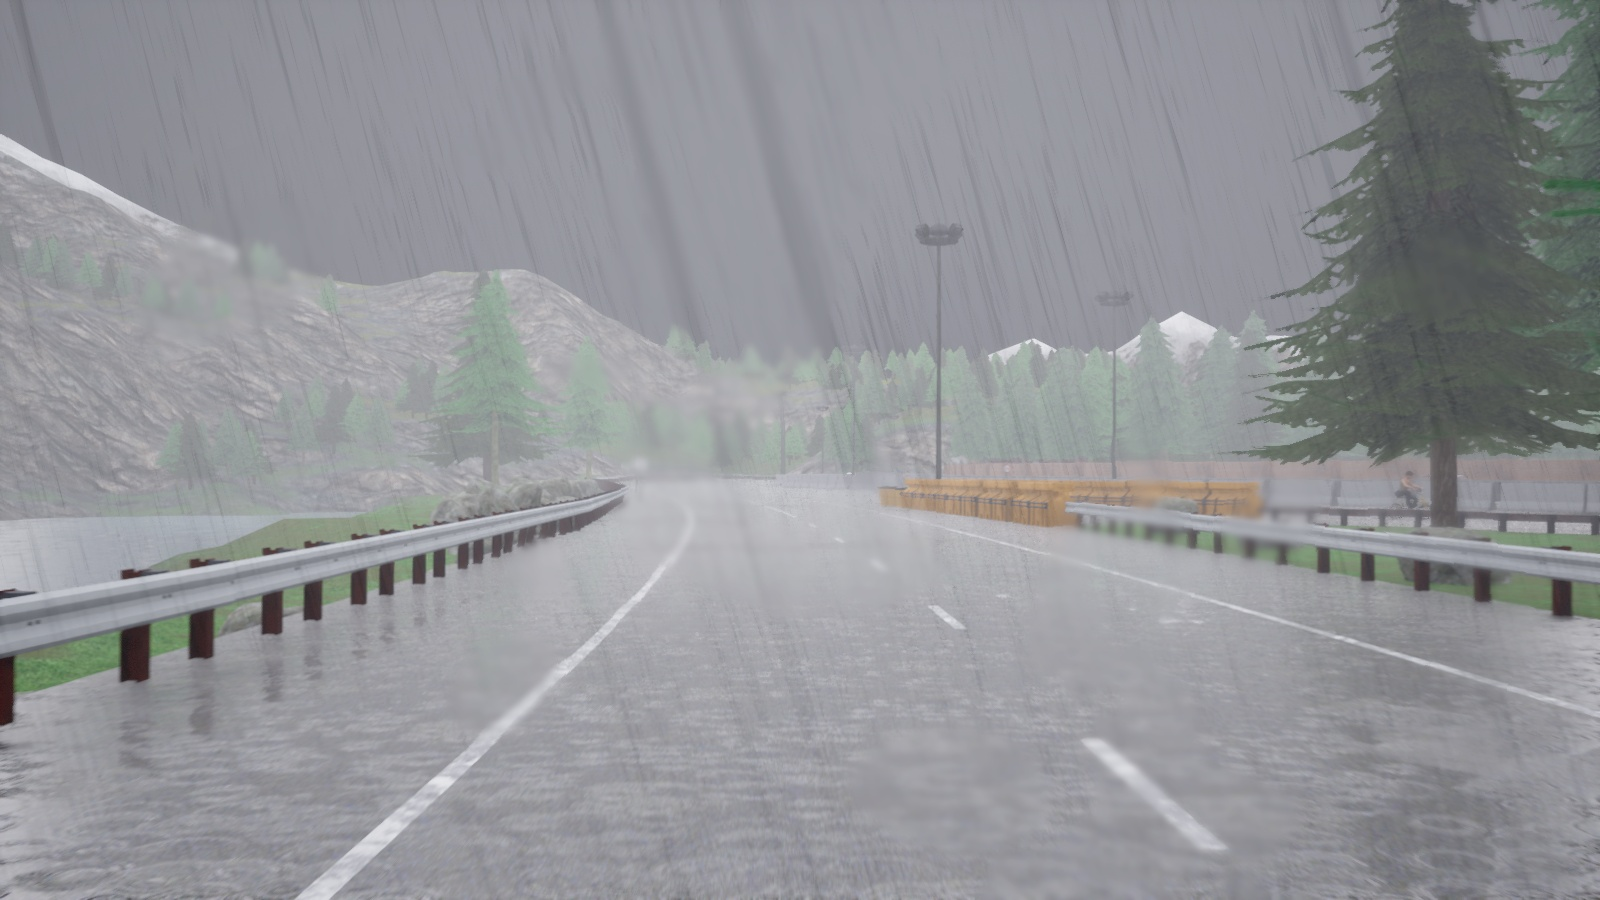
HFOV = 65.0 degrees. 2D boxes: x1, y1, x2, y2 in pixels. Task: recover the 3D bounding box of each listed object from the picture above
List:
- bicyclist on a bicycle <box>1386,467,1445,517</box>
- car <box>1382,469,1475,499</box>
[{"bbox_3d":[20.071,1.356,40.968,0.866,1.612,1.509,1,-1,-39],"label":"bicyclist on a bicycle"},{"bbox_3d":[32.600,1.739,65.193,1.970,1.475,3.806,0,-1,-34],"label":"car"}]
